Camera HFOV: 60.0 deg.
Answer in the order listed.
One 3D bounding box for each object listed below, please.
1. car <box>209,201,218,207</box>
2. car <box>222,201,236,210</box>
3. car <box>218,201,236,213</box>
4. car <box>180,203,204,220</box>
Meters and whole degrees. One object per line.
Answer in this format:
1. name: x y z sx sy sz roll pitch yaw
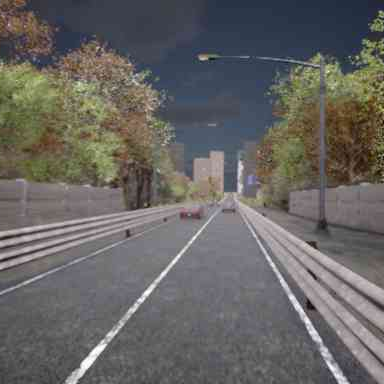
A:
1. car: 4.811 2.597 71.853 1.994 1.385 4.181 0 -2 7
2. car: 6.276 2.242 56.313 2.128 1.511 4.902 0 -1 7
3. car: 5.088 2.097 46.102 2.033 1.411 5.357 0 -1 7
4. car: 0.059 1.790 31.808 1.882 1.535 5.008 0 -1 7
